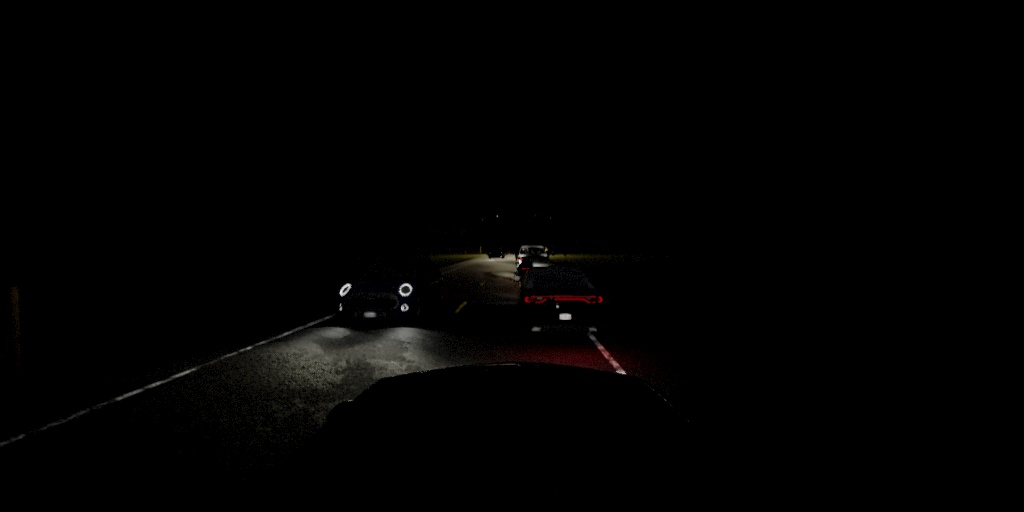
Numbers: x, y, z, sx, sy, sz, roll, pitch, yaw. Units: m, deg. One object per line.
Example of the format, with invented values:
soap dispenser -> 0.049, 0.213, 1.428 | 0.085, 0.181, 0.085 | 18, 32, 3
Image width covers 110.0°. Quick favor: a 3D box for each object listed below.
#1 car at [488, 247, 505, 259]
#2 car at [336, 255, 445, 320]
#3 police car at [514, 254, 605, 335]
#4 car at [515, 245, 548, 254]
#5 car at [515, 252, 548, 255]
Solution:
car -> -2.179, -0.455, 51.226 | 2.097, 1.767, 4.553 | 0, 2, 3
car -> -3.516, 0.809, 11.173 | 2.097, 1.767, 4.553 | 0, 2, 1
police car -> 1.096, 0.927, 9.747 | 1.930, 1.638, 5.238 | 0, 2, 1
car -> 1.392, 0.231, 25.603 | 2.150, 2.045, 5.566 | 0, 2, 2
car -> 1.248, 0.701, 19.605 | 1.837, 1.490, 4.892 | 0, 2, 1
